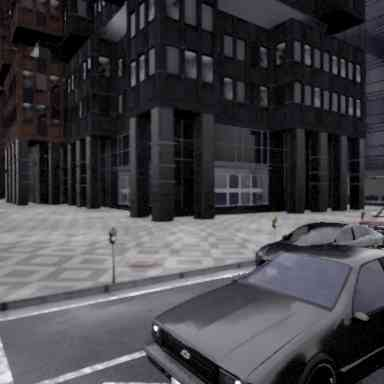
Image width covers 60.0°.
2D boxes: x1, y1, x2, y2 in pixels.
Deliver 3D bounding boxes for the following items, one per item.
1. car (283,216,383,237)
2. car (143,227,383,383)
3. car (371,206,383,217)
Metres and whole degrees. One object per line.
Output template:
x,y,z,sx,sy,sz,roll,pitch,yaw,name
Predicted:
3.699,1.528,9.220,4.313,1.339,1.947,0,0,-35,car
2.050,1.528,4.808,5.357,1.411,2.033,0,0,-35,car
8.140,1.258,12.335,5.009,1.841,2.192,0,0,-35,car
